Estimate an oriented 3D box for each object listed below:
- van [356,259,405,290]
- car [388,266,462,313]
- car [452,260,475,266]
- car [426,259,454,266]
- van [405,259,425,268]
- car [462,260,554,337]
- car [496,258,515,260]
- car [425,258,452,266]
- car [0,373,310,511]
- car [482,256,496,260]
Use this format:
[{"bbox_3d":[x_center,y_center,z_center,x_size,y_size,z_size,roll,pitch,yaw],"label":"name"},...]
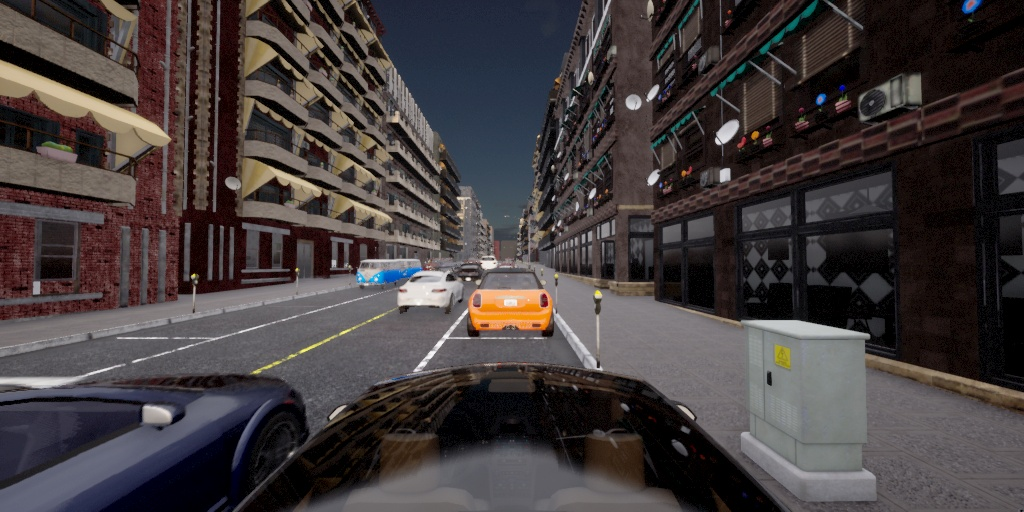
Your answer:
[{"bbox_3d":[-8.335,1.108,22.603,1.690,1.789,3.998,0,0,0],"label":"van"},{"bbox_3d":[-3.019,1.283,13.908,1.812,1.442,4.674,0,0,0],"label":"car"},{"bbox_3d":[-2.946,1.281,26.638,1.837,1.490,4.892,0,0,0],"label":"car"},{"bbox_3d":[-5.864,1.276,32.098,2.128,1.511,4.902,0,0,0],"label":"car"},{"bbox_3d":[-8.336,1.118,28.134,1.690,1.789,3.998,0,0,0],"label":"van"},{"bbox_3d":[-0.033,1.108,10.473,2.097,1.767,4.553,0,0,0],"label":"car"},{"bbox_3d":[-0.446,1.240,39.134,1.967,1.591,4.097,0,0,0],"label":"car"},{"bbox_3d":[-8.336,1.115,39.194,2.192,1.841,5.009,0,0,0],"label":"car"},{"bbox_3d":[-2.929,1.313,1.723,1.994,1.385,4.181,0,0,0],"label":"car"},{"bbox_3d":[-2.928,1.040,46.775,2.150,2.045,5.566,0,0,0],"label":"car"}]
